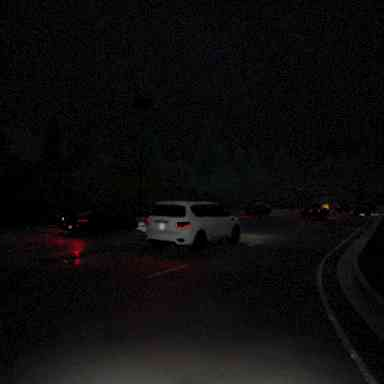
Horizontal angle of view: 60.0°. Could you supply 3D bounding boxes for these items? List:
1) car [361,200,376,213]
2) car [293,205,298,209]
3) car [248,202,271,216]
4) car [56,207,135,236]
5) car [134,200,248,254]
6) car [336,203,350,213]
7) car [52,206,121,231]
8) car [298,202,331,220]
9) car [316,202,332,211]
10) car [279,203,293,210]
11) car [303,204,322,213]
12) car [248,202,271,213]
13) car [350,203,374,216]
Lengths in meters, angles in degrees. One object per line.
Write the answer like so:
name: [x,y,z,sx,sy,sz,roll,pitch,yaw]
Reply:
car: [30.312,2.484,57.288,2.150,2.045,5.566,1,-1,31]
car: [21.031,2.643,62.099,2.128,1.511,4.902,1,-1,31]
car: [8.251,2.137,41.198,1.882,1.535,5.008,1,-1,31]
car: [-5.147,1.670,19.288,1.812,1.442,4.674,1,-1,31]
car: [0.257,1.407,14.702,2.150,2.045,5.566,1,-1,31]
car: [25.593,2.654,56.143,2.128,1.511,4.902,1,-1,31]
car: [-7.105,1.715,22.798,1.994,1.385,4.181,1,-1,31]
car: [13.473,2.047,36.319,2.097,1.767,4.553,1,-1,31]
car: [24.114,2.671,60.624,1.882,1.535,5.008,1,-1,31]
car: [18.484,2.737,64.836,1.895,1.301,4.718,1,-1,31]
car: [18.910,2.591,52.116,1.895,1.301,4.718,1,-1,31]
car: [10.614,2.311,51.772,1.882,1.535,5.008,1,-1,31]
car: [23.728,2.572,46.388,1.994,1.385,4.181,1,-1,32]
